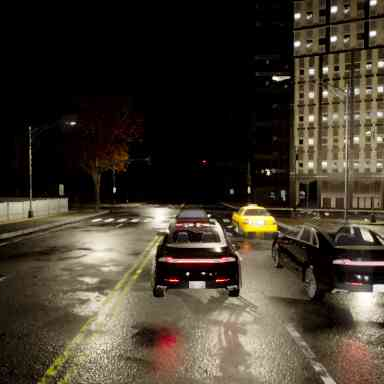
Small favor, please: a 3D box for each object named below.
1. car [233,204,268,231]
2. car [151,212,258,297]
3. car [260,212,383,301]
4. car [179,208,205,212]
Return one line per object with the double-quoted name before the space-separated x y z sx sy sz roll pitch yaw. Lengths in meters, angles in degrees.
"car" 3.323 1.453 18.568 1.801 1.575 5.366 0 0 0
"car" 0.078 1.489 8.526 2.128 1.511 4.902 0 0 0
"car" 3.351 1.489 8.302 2.128 1.511 4.902 0 0 0
"car" 0.002 1.544 17.549 2.033 1.411 5.357 0 0 0
